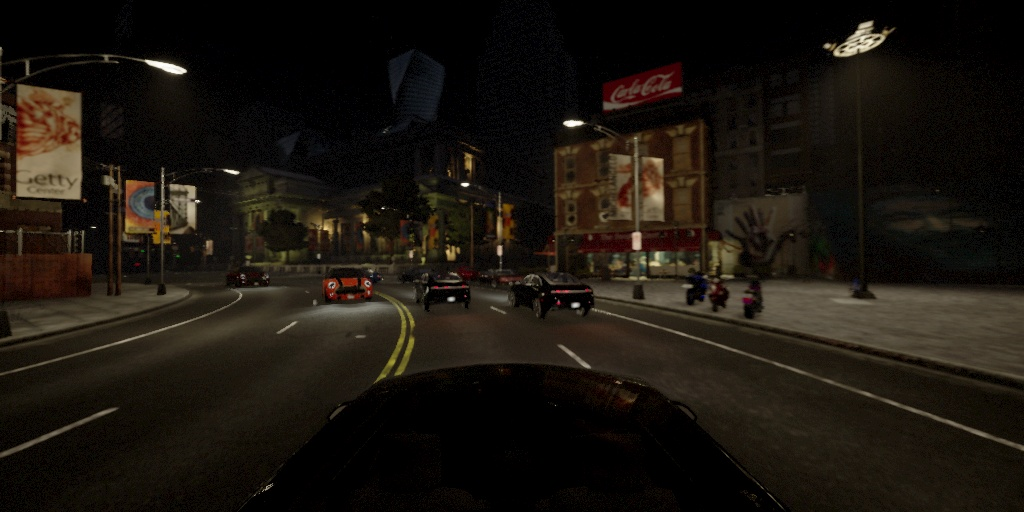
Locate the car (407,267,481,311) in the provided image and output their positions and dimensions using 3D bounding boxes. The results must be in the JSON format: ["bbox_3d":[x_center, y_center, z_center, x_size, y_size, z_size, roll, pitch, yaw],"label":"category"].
[{"bbox_3d":[-3.147,1.433,15.699,2.128,1.511,4.902,0,-1,-21],"label":"car"}]

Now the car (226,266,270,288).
[{"bbox_3d":[-21.834,1.638,29.610,4.553,1.767,2.097,-1,-1,39],"label":"car"}]

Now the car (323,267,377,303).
[{"bbox_3d":[-8.697,1.385,18.866,2.097,1.767,4.553,0,-1,-30],"label":"car"}]

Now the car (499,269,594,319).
[{"bbox_3d":[1.295,1.364,13.590,2.128,1.511,4.902,0,-1,-17],"label":"car"}]

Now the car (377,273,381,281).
[{"bbox_3d":[-13.544,1.776,31.824,2.033,1.411,5.357,0,-1,-44],"label":"car"}]

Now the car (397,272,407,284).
[{"bbox_3d":[-8.006,1.710,30.826,2.033,1.411,5.357,0,-1,-40],"label":"car"}]
